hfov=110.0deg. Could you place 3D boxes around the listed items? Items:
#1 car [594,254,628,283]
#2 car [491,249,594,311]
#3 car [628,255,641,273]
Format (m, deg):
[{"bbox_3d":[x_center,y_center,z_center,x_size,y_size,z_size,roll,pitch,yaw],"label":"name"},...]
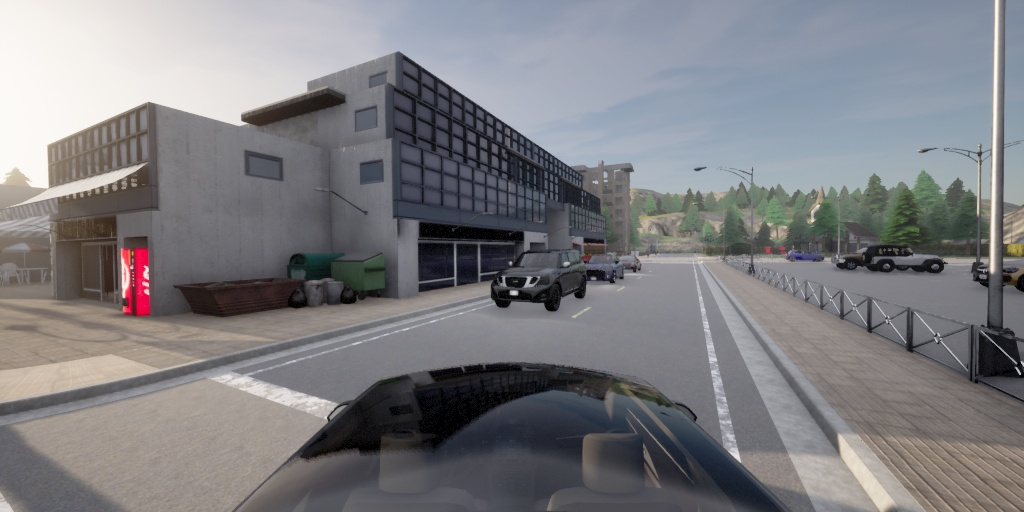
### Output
[{"bbox_3d":[5.681,0.677,22.583,2.097,1.767,4.553,0,1,26],"label":"car"},{"bbox_3d":[1.291,0.757,13.780,2.150,2.045,5.566,0,1,26],"label":"car"},{"bbox_3d":[10.252,0.632,31.737,1.812,1.442,4.674,0,1,27],"label":"car"}]
